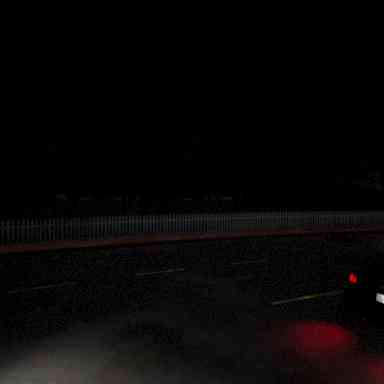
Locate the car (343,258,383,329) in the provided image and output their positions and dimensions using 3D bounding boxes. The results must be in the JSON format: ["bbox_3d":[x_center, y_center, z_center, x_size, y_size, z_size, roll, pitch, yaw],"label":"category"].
[{"bbox_3d":[4.706,1.564,5.724,4.181,1.385,1.994,0,0,-24],"label":"car"}]
